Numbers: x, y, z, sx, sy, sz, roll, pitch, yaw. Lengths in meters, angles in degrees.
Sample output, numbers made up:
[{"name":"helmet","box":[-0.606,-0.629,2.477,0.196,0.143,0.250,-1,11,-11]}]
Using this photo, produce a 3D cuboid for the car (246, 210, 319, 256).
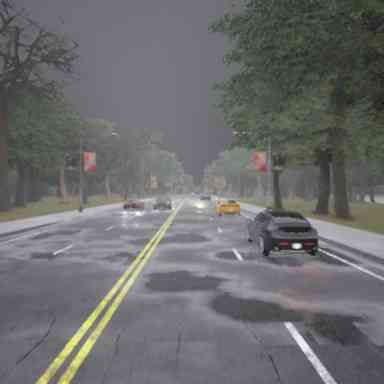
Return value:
[{"name":"car","box":[3.326,1.453,12.979,1.837,1.490,4.892,0,0,0]}]

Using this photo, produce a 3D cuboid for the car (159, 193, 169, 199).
[{"name":"car","box":[-6.612,0.910,79.450,1.994,1.385,4.181,0,0,0]}]

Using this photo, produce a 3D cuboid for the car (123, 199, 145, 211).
[{"name":"car","box":[-6.724,1.461,38.667,1.895,1.301,4.718,0,0,0]}]

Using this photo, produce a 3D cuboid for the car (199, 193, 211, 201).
[{"name":"car","box":[3.112,1.111,72.720,2.097,1.767,4.553,0,0,0]}]

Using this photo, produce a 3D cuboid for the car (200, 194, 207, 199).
[{"name":"car","box":[3.228,1.308,94.761,1.895,1.301,4.718,0,0,0]}]

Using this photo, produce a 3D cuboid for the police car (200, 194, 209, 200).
[{"name":"police car","box":[3.159,1.237,83.742,2.038,1.542,4.974,0,0,0]}]

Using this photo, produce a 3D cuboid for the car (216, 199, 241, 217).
[{"name":"car","box":[3.248,1.364,30.456,1.882,1.535,5.008,0,0,0]}]

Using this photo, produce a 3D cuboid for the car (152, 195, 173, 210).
[{"name":"car","box":[-3.471,1.208,39.754,2.097,1.767,4.553,0,0,0]}]
